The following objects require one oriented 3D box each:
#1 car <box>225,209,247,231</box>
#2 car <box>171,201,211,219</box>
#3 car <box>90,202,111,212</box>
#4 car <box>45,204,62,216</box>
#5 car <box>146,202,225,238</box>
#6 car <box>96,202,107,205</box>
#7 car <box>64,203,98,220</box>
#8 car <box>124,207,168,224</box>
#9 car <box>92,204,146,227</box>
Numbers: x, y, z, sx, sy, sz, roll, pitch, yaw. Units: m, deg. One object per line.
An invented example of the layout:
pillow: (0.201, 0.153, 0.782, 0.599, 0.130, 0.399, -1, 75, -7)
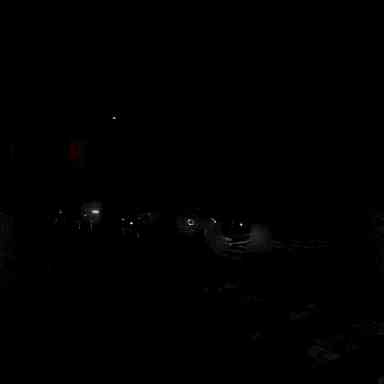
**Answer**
car: (1.570, 1.801, 22.234, 1.837, 1.490, 4.892, 0, -1, -36)
car: (-0.167, 1.864, 35.989, 2.097, 1.767, 4.553, 0, -1, -36)
car: (-15.800, 2.497, 57.426, 1.882, 1.535, 5.008, 0, -1, -36)
car: (-17.768, 2.332, 43.309, 2.128, 1.511, 4.902, 0, -1, -36)
car: (-0.532, 1.637, 19.600, 2.097, 1.767, 4.553, 0, -1, -36)
car: (-10.476, 2.230, 38.767, 2.033, 1.411, 5.357, 0, -1, -36)
car: (-11.942, 2.214, 35.269, 1.994, 1.385, 4.181, 0, -1, -35)
car: (-4.257, 2.082, 30.227, 1.895, 1.301, 4.718, 0, -1, -36)
car: (-6.108, 2.009, 27.255, 2.033, 1.411, 5.357, 0, -1, -35)
